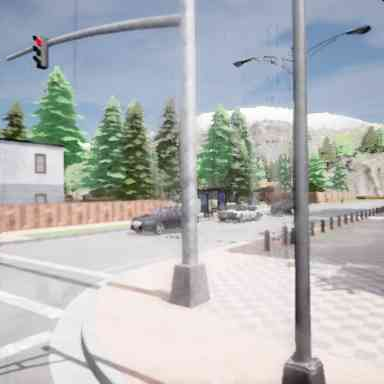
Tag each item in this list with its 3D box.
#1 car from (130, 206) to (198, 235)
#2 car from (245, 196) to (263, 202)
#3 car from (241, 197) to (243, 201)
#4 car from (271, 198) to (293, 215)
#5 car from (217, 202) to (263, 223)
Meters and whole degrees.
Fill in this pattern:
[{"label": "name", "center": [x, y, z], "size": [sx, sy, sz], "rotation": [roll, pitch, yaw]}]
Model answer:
[{"label": "car", "center": [-1.587, 1.637, 20.072], "size": [2.128, 1.511, 4.902], "rotation": [-1, 0, 37]}, {"label": "car", "center": [14.635, 1.554, 76.797], "size": [1.932, 1.855, 4.605], "rotation": [-1, -1, 36]}, {"label": "car", "center": [12.371, 1.588, 77.958], "size": [1.905, 1.878, 3.866], "rotation": [-1, -1, 36]}, {"label": "car", "center": [10.229, 1.491, 35.568], "size": [2.097, 1.767, 4.553], "rotation": [-1, -1, 38]}, {"label": "car", "center": [4.036, 1.744, 27.459], "size": [1.895, 1.301, 4.718], "rotation": [-1, -1, 37]}]
